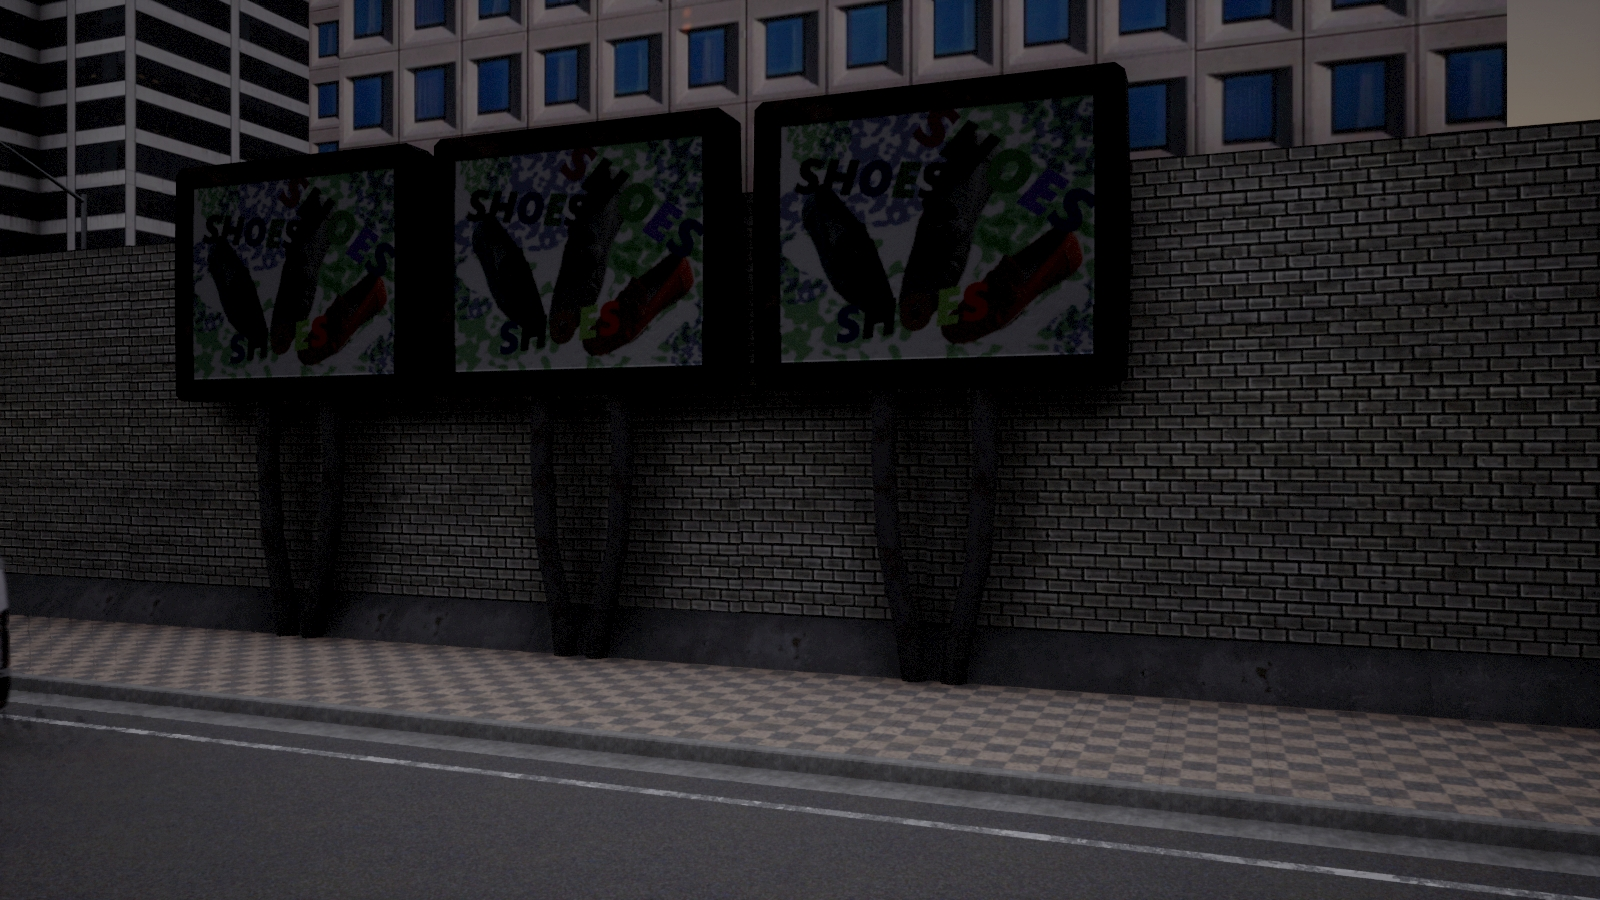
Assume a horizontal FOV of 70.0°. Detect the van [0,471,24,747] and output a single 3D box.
[{"bbox_3d":[-10.466,1.479,10.921,5.915,2.561,1.988,0,0,20],"label":"van"}]
